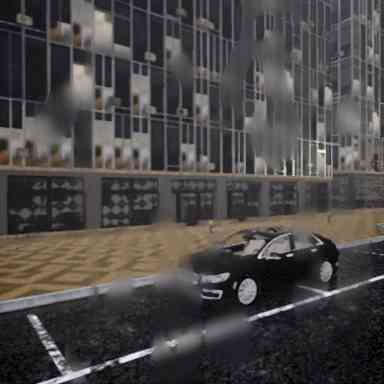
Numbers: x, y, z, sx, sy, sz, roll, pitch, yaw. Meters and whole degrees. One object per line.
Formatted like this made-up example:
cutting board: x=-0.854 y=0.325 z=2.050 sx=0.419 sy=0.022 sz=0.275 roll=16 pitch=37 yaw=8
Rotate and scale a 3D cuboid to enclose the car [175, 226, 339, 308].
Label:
car: x=1.671 y=1.526 z=7.756 sx=4.403 sy=1.369 sz=2.008 roll=0 pitch=0 yaw=-36
